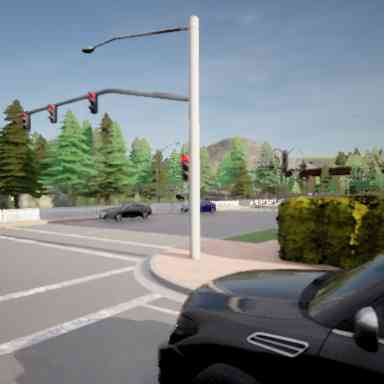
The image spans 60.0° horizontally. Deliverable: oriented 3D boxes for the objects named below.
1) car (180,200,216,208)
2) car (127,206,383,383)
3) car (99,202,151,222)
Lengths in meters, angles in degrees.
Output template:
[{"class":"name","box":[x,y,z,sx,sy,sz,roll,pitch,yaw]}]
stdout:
[{"class":"car","box":[0.679,1.615,36.168,1.882,1.535,5.008,-1,0,39]},{"class":"car","box":[2.305,1.216,2.282,5.566,2.045,2.150,-1,0,36]},{"class":"car","box":[-5.583,1.635,28.282,2.128,1.511,4.902,-1,0,38]}]
